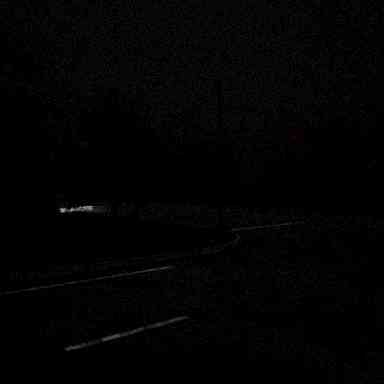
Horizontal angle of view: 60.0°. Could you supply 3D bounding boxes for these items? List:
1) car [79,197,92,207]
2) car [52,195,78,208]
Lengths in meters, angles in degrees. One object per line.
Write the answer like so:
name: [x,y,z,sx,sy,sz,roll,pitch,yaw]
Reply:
car: [-17.176,1.476,51.432,2.033,1.411,5.357,-1,0,-39]
car: [-18.646,1.452,47.649,2.128,1.511,4.902,-1,0,-38]
